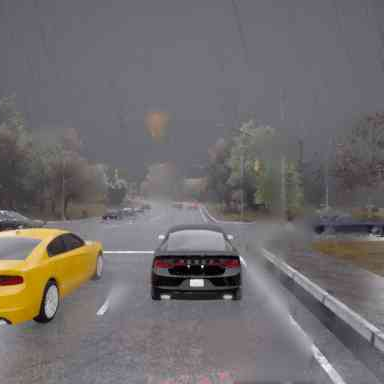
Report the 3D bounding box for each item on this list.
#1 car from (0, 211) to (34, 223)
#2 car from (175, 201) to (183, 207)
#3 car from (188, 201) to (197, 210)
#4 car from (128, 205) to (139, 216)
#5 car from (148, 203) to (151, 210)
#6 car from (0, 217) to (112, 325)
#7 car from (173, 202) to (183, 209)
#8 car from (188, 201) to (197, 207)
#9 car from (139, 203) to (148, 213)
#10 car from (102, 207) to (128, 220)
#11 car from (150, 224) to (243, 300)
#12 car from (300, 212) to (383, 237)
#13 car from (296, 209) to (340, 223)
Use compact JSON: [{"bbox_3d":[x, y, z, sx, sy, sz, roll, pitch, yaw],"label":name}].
[{"bbox_3d":[-11.902,2.016,21.737,4.892,1.490,1.837,0,-2,7],"label":"car"},{"bbox_3d":[-3.471,3.173,86.790,1.994,1.385,4.181,0,0,-3],"label":"car"},{"bbox_3d":[0.131,3.047,76.210,2.097,1.767,4.553,0,0,0],"label":"car"},{"bbox_3d":[-10.491,3.215,54.667,1.812,1.442,4.674,0,-1,0],"label":"car"},{"bbox_3d":[-10.372,3.236,75.352,2.033,1.411,5.357,0,0,0],"label":"car"},{"bbox_3d":[-3.408,1.543,7.336,1.882,1.535,5.008,0,-1,0],"label":"car"},{"bbox_3d":[-3.370,3.189,76.721,1.837,1.490,4.892,0,0,0],"label":"car"},{"bbox_3d":[0.045,3.168,86.367,2.033,1.411,5.357,0,0,-3],"label":"car"},{"bbox_3d":[-10.431,3.251,64.771,2.128,1.511,4.902,0,0,1],"label":"car"},{"bbox_3d":[-10.535,3.005,44.796,2.033,1.411,5.357,0,-2,1],"label":"car"},{"bbox_3d":[0.098,1.566,8.579,1.882,1.535,5.008,0,-1,0],"label":"car"},{"bbox_3d":[9.610,2.077,20.871,4.718,1.301,1.895,0,-2,-1],"label":"car"},{"bbox_3d":[12.449,2.441,31.612,4.892,1.490,1.837,0,-2,0],"label":"car"}]
